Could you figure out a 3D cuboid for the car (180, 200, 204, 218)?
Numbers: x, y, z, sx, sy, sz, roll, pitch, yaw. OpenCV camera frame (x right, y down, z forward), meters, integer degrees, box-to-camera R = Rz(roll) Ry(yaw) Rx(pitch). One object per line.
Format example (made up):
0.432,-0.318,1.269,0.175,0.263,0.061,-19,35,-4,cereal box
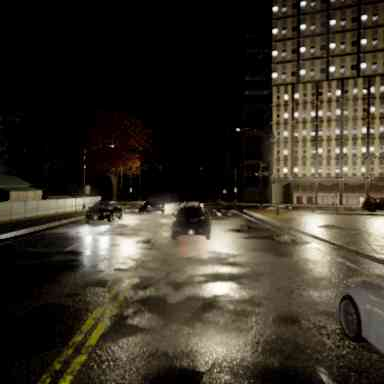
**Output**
0.006,1.520,30.794,2.033,1.411,5.357,0,0,0,car

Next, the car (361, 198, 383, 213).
23.020,1.616,39.821,5.009,1.841,2.192,0,2,20,car

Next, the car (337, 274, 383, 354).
3.251,1.521,3.469,1.812,1.442,4.674,0,0,0,car

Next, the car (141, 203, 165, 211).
-3.245,1.142,27.837,1.994,1.385,4.181,0,0,0,car

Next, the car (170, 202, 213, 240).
-0.029,1.486,16.942,1.837,1.490,4.892,0,1,0,car

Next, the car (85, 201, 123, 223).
-6.521,1.468,24.992,2.128,1.511,4.902,0,0,0,car
